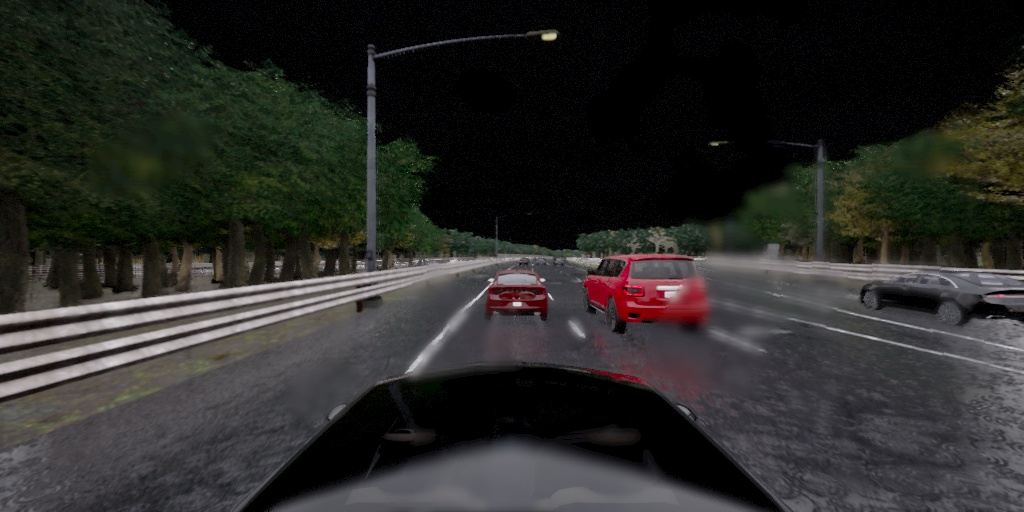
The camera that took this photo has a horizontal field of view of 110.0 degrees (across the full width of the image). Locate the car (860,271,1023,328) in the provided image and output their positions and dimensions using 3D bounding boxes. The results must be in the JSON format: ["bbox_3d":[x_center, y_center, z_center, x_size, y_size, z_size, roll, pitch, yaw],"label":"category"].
[{"bbox_3d":[13.437,1.213,11.237,2.128,1.511,4.902,-1,0,12],"label":"car"}]

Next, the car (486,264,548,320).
[{"bbox_3d":[0.175,1.225,12.725,1.882,1.535,5.008,0,0,1],"label":"car"}]

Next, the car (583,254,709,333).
[{"bbox_3d":[3.653,0.971,10.849,2.150,2.045,5.566,0,0,0],"label":"car"}]
